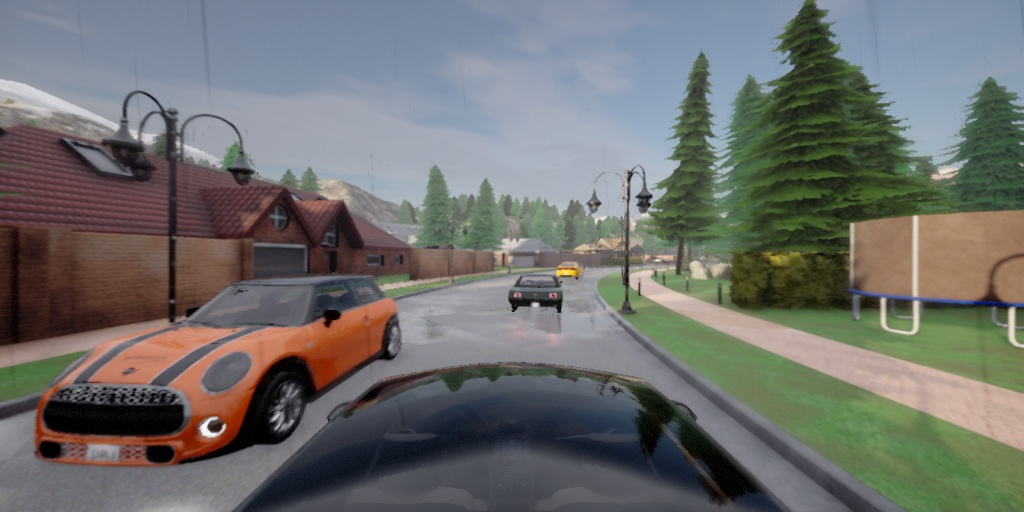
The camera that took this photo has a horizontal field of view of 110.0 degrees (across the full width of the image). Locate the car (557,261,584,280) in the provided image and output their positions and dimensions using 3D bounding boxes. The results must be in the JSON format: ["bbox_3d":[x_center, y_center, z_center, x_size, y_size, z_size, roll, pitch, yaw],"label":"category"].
[{"bbox_3d":[5.200,1.258,31.753,1.882,1.535,5.008,0,0,18],"label":"car"}]

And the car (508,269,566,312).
[{"bbox_3d":[1.084,1.359,14.291,1.895,1.301,4.718,0,0,8],"label":"car"}]

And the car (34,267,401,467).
[{"bbox_3d":[-3.365,1.091,5.307,2.097,1.767,4.553,0,0,3],"label":"car"}]

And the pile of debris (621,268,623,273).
[{"bbox_3d":[15.053,2.001,52.949,1.500,0.140,1.860,0,0,33],"label":"pile of debris"}]
